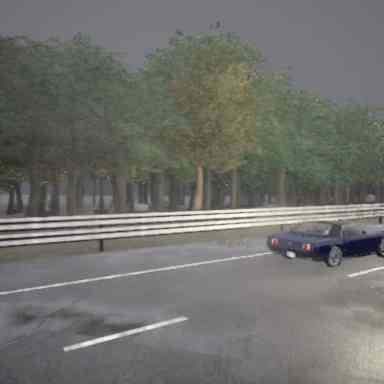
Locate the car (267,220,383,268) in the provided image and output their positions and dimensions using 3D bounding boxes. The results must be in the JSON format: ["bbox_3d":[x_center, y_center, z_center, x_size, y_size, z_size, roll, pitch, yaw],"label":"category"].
[{"bbox_3d":[4.837,1.602,11.280,4.718,1.301,1.895,0,0,-34],"label":"car"}]
